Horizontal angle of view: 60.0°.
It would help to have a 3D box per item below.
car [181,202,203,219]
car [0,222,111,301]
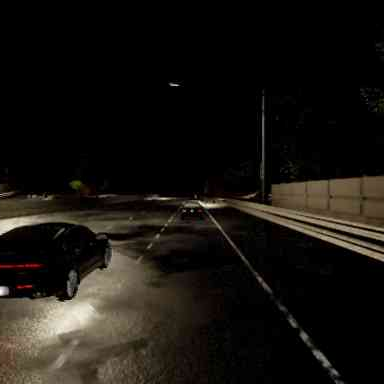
[{"bbox_3d":[-0.002,1.571,29.272,2.033,1.411,5.357,0,0,0],"label":"car"},{"bbox_3d":[-3.402,1.508,8.318,1.837,1.490,4.892,0,0,0],"label":"car"}]
